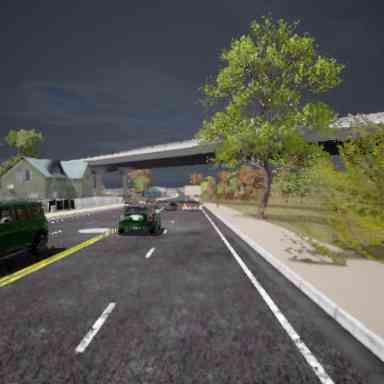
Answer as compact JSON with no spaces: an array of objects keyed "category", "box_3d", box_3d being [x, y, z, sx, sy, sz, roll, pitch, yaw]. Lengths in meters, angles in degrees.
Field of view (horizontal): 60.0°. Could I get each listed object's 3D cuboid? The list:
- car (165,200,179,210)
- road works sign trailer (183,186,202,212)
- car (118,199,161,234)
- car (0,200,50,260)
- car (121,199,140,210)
[{"category":"car","box_3d":[-3.169,1.943,51.210,2.128,1.511,4.902,0,0,0]},{"category":"road works sign trailer","box_3d":[0.126,0.858,45.479,2.380,3.560,2.880,0,-1,-3]},{"category":"car","box_3d":[-3.152,1.530,20.751,2.097,1.767,4.553,0,-1,0]},{"category":"car","box_3d":[-6.598,1.312,10.694,2.150,2.045,5.566,0,0,0]},{"category":"car","box_3d":[-9.821,1.965,53.537,2.128,1.511,4.902,0,0,0]}]
